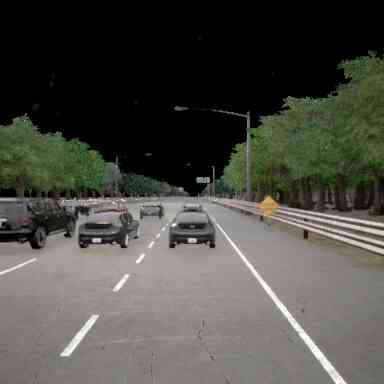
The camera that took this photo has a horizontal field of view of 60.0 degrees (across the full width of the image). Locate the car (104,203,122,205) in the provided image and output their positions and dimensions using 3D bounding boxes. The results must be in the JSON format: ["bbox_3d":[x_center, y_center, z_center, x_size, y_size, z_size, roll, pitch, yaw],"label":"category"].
[{"bbox_3d":[-6.952,1.674,29.665,1.895,1.301,4.718,0,0,0],"label":"car"}]

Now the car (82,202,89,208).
[{"bbox_3d":[-10.452,1.553,29.648,2.128,1.511,4.902,0,0,0],"label":"car"}]

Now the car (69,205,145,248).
[{"bbox_3d":[-3.489,1.524,14.635,1.837,1.490,4.892,0,0,0],"label":"car"}]

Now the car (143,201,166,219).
[{"bbox_3d":[-3.451,1.552,29.625,2.128,1.511,4.902,0,0,0],"label":"car"}]

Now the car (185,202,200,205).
[{"bbox_3d":[0.049,1.590,29.613,1.812,1.442,4.674,0,0,0],"label":"car"}]

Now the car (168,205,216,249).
[{"bbox_3d":[0.011,1.524,14.630,1.837,1.490,4.892,0,0,0],"label":"car"}]

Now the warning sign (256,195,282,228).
[{"bbox_3d":[4.561,1.131,19.820,1.300,1.860,1.060,-1,-1,0],"label":"warning sign"}]

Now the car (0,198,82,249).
[{"bbox_3d":[-6.989,1.265,14.672,2.150,2.045,5.566,0,0,0],"label":"car"}]
